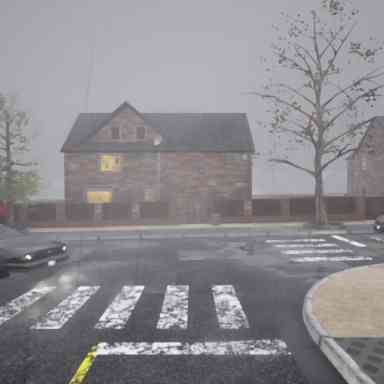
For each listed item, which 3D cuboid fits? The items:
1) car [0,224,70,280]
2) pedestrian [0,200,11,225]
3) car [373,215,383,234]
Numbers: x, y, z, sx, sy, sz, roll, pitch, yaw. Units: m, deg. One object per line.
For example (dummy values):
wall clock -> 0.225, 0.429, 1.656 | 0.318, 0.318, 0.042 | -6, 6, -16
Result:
car -> -6.423, 1.667, 10.039 | 5.357, 1.411, 2.033 | -2, 0, 18
pedestrian -> -9.642, 1.251, 16.889 | 0.375, 1.860, 0.375 | 0, 2, 0
car -> 10.263, 1.189, 14.006 | 4.892, 1.490, 1.837 | -1, 1, 0
